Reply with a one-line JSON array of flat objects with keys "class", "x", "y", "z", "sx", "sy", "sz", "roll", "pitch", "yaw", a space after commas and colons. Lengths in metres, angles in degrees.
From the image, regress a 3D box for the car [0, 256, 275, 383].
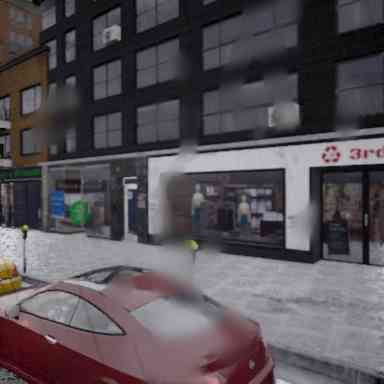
[{"class": "car", "x": -1.110, "y": 1.594, "z": 4.058, "sx": 4.206, "sy": 1.307, "sz": 1.802, "roll": -1, "pitch": 1, "yaw": 37}]
